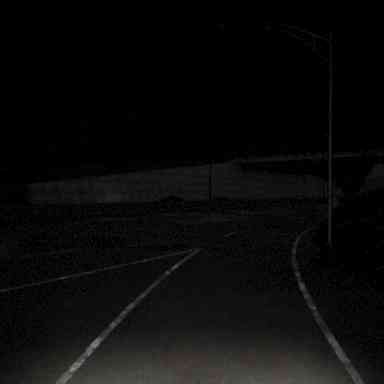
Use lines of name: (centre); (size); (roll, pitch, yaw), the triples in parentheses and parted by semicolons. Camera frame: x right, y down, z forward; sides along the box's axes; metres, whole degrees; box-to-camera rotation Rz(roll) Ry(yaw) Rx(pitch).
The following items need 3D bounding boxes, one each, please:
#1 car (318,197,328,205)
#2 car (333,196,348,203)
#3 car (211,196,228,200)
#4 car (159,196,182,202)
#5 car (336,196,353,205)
car: (26.379, 1.750, 65.333); (2.128, 1.511, 4.902); (0, 0, 39)
car: (32.892, 1.654, 73.466); (1.837, 1.490, 4.892); (0, 0, 39)
car: (5.867, 1.615, 73.312); (2.033, 1.411, 5.357); (0, 0, 39)
car: (-3.982, 1.472, 61.071); (1.882, 1.535, 5.008); (0, 0, 39)
car: (29.111, 1.784, 63.145); (2.033, 1.411, 5.357); (0, 0, 39)
